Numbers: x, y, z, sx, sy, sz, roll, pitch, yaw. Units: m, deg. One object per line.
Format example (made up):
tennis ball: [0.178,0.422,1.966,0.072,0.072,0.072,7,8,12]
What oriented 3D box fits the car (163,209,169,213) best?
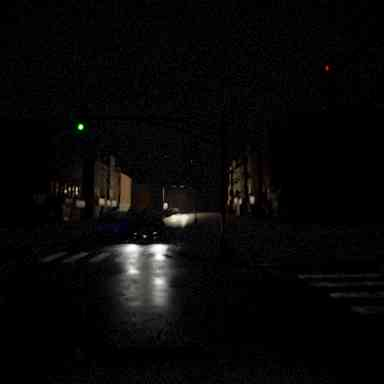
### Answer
car: [-5.136,3.685,52.005,1.802,1.307,4.206,1,-3,0]

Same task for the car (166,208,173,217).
car: [-5.096,4.125,62.577,1.887,1.381,4.507,1,-3,0]

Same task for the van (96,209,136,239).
van: [-5.240,2.190,22.575,1.690,1.788,3.998,2,-2,0]

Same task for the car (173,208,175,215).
car: [-5.074,4.264,67.866,1.967,1.590,4.097,1,-3,0]

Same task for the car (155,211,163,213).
car: [-5.175,3.185,41.436,1.887,1.381,4.507,2,-2,0]

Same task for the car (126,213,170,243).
car: [-2.636,2.318,21.004,1.837,1.490,4.892,0,-2,0]

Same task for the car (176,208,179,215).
car: [-5.018,5.128,83.714,2.008,1.369,4.403,1,-3,0]

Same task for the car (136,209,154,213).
car: [-5.207,2.508,30.874,2.192,1.841,5.009,2,-2,0]

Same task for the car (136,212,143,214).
car: [-5.233,2.537,25.884,2.008,1.369,4.403,2,-2,0]
